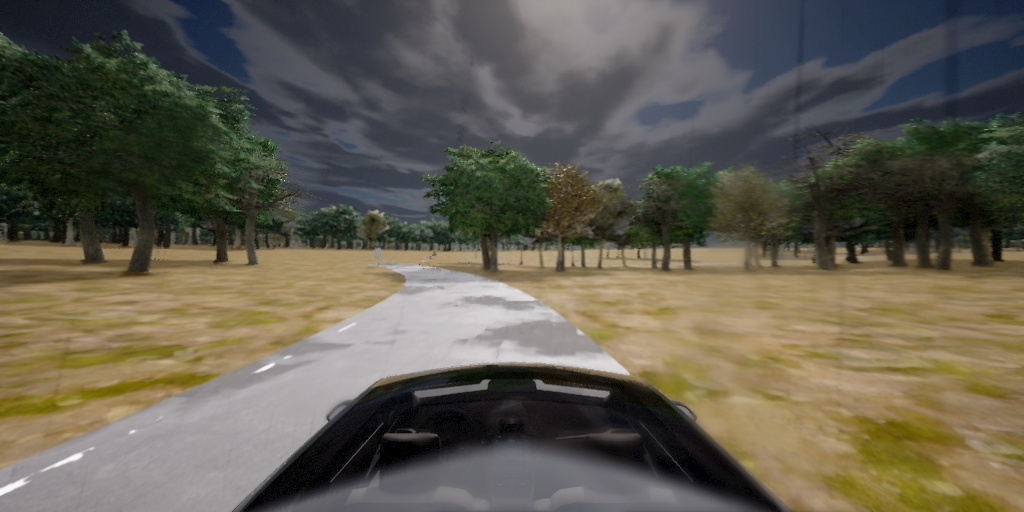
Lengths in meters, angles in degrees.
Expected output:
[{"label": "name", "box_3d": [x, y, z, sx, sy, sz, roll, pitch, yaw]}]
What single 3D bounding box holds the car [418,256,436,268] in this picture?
[{"label": "car", "box_3d": [-12.731, 0.804, 53.472, 1.801, 1.575, 5.366, -1, 1, -24]}]
